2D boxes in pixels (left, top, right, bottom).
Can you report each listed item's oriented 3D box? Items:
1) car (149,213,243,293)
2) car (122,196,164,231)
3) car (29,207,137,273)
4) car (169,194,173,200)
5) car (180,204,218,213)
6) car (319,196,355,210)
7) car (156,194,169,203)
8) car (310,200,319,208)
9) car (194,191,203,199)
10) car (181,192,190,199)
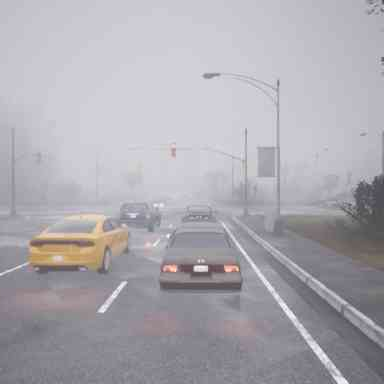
[{"bbox_3d":[0.211,1.536,8.989,2.033,1.411,5.357,0,0,1],"label":"car"},{"bbox_3d":[-3.082,1.303,19.733,2.097,1.767,4.553,0,0,1],"label":"car"},{"bbox_3d":[-3.252,1.462,10.603,1.882,1.535,5.008,0,0,1],"label":"car"},{"bbox_3d":[-5.488,1.138,76.304,1.837,1.490,4.892,0,1,1],"label":"car"},{"bbox_3d":[0.398,1.460,18.725,1.837,1.490,4.892,0,0,1],"label":"car"},{"bbox_3d":[18.518,1.383,40.693,4.674,1.442,1.812,0,0,-2],"label":"car"},{"bbox_3d":[-5.889,1.262,60.743,2.128,1.511,4.902,0,0,2],"label":"car"},{"bbox_3d":[18.293,1.320,44.186,5.008,1.535,1.882,0,0,-2],"label":"car"},{"bbox_3d":[1.731,0.671,87.171,2.150,2.045,5.566,0,1,1],"label":"car"},{"bbox_3d":[-1.771,0.938,87.208,1.837,1.490,4.892,0,1,1],"label":"car"}]
